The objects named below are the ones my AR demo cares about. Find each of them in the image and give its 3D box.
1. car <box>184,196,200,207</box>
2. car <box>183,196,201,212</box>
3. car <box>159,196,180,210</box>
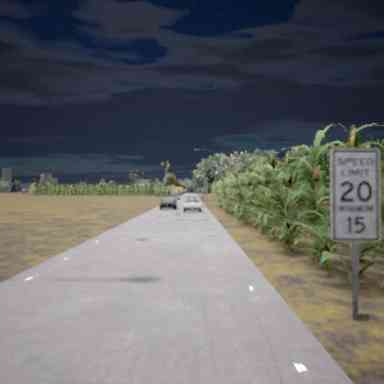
[{"bbox_3d":[0.033,1.257,46.101,2.033,1.411,5.357,0,0,0],"label":"car"},{"bbox_3d":[0.019,1.381,35.207,1.895,1.301,4.718,0,0,0],"label":"car"},{"bbox_3d":[-2.729,1.229,39.350,1.882,1.535,5.008,0,0,0],"label":"car"}]
